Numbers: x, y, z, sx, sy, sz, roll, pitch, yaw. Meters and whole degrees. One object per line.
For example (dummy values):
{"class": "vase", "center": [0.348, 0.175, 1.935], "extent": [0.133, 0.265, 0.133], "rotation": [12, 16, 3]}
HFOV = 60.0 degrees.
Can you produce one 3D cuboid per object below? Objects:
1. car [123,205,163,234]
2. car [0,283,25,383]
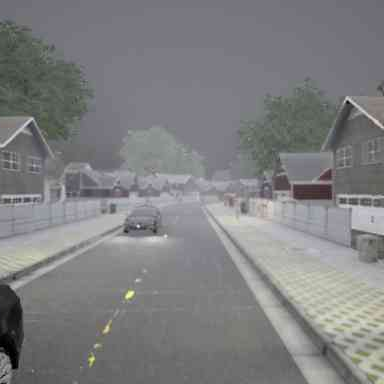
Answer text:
{"class": "car", "center": [-2.790, 1.571, 19.822], "extent": [1.837, 1.490, 4.892], "rotation": [0, -1, 1]}
{"class": "car", "center": [-2.834, 1.498, 1.857], "extent": [2.128, 1.511, 4.902], "rotation": [0, 0, 0]}
